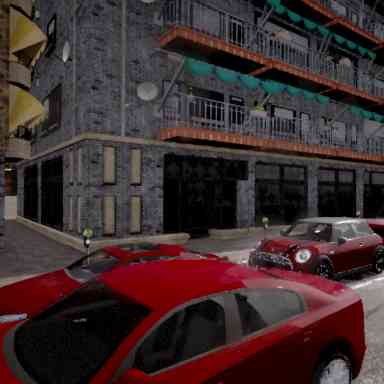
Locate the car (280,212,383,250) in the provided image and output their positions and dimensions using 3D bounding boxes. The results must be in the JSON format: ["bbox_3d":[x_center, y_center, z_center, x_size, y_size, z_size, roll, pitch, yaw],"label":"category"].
[{"bbox_3d":[3.423,1.443,9.016,4.097,1.590,1.967,0,0,-36],"label":"car"}]

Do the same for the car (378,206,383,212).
[{"bbox_3d":[8.028,1.322,12.315,5.009,1.841,2.192,0,0,-36],"label":"car"}]

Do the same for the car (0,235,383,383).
[{"bbox_3d":[-0.330,1.478,3.151,5.008,1.535,1.882,0,0,-36],"label":"car"}]

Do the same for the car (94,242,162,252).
[{"bbox_3d":[-1.180,1.582,5.718,4.206,1.307,1.802,0,0,-36],"label":"car"}]
